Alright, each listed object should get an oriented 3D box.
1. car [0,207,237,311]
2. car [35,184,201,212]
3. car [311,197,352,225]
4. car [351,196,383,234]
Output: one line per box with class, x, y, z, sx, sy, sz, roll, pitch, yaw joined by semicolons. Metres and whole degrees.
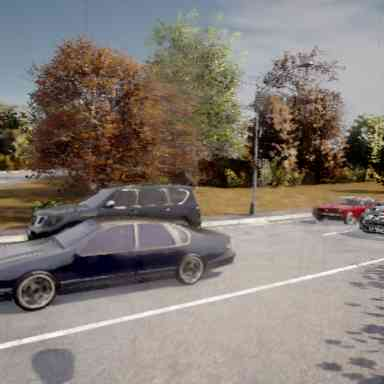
car;-1.590;1.246;7.097;5.357;1.411;2.033;0;2;-31
car;-2.247;0.766;10.867;5.566;2.045;2.150;0;3;-33
car;8.620;0.927;17.978;4.718;1.301;1.895;-2;3;-33
car;9.203;0.867;14.169;4.553;1.767;2.097;-1;3;-33
